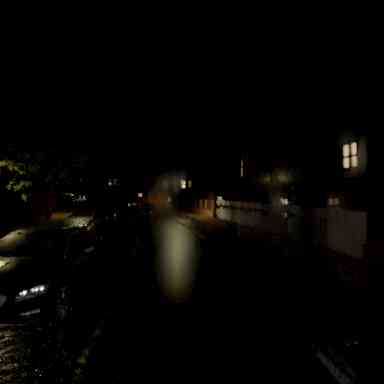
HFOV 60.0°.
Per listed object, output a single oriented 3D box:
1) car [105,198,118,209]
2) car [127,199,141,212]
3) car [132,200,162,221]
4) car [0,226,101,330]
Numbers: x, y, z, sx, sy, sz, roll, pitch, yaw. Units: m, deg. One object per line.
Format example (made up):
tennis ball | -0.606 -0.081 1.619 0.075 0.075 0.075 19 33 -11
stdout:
car | -11.782 1.618 48.740 2.128 1.511 4.902 0 0 -14
car | -6.837 1.625 40.863 2.128 1.511 4.902 0 0 -14
car | -3.726 1.688 28.404 2.033 1.411 5.357 0 0 -13
car | -3.284 1.547 7.276 2.128 1.511 4.902 0 0 -4
